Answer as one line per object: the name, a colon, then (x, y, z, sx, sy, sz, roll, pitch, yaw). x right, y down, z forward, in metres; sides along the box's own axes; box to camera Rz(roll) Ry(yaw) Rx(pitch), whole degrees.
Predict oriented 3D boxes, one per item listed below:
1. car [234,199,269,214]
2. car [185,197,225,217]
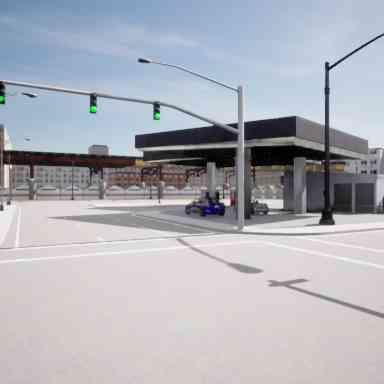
car: (5.882, 1.456, 33.520, 1.970, 1.475, 3.806, 0, 0, -27)
car: (1.117, 1.295, 30.222, 2.242, 1.667, 4.611, 0, 0, -27)
